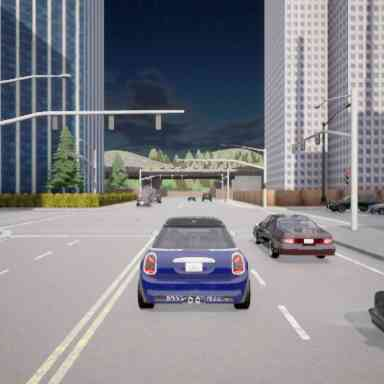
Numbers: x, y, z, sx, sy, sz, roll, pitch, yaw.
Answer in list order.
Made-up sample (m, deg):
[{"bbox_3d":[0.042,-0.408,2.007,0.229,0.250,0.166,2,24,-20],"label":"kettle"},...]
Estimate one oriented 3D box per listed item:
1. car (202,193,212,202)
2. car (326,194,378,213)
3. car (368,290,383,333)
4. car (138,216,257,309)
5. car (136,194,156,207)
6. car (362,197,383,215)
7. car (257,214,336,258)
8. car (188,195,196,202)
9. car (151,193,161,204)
[{"bbox_3d":[3.435,1.174,77.740,2.150,2.045,5.566,0,0,0],"label":"car"},{"bbox_3d":[17.813,1.208,36.631,5.566,2.045,2.150,0,0,0],"label":"car"},{"bbox_3d":[3.599,1.546,2.580,2.033,1.411,5.357,0,0,0],"label":"car"},{"bbox_3d":[0.053,1.349,8.018,2.097,1.767,4.553,0,0,0],"label":"car"},{"bbox_3d":[-7.137,1.473,49.786,2.128,1.511,4.902,0,0,0],"label":"car"},{"bbox_3d":[19.992,1.514,33.099,4.674,1.442,1.812,0,0,0],"label":"car"},{"bbox_3d":[3.599,1.543,12.648,2.033,1.411,5.357,0,0,1],"label":"car"},{"bbox_3d":[-0.065,1.473,77.707,1.812,1.442,4.674,0,0,0],"label":"car"},{"bbox_3d":[-7.106,1.196,63.447,2.150,2.045,5.566,0,0,0],"label":"car"}]
